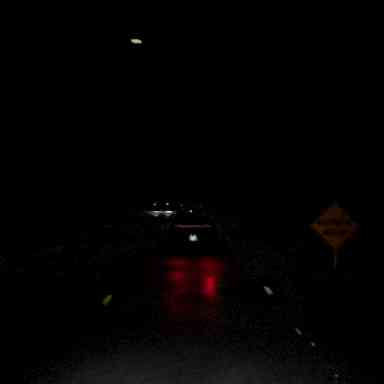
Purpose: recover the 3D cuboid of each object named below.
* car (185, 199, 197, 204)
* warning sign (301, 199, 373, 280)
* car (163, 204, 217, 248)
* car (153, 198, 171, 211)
[{"bbox_3d":[-0.089,1.630,30.506,1.994,1.385,4.181,0,0,0],"label":"car"},{"bbox_3d":[3.530,1.106,8.225,1.300,1.860,1.060,0,0,0],"label":"warning sign"},{"bbox_3d":[0.037,1.480,14.610,2.128,1.511,4.902,0,0,0],"label":"car"},{"bbox_3d":[-3.949,1.595,44.715,2.097,1.767,4.553,0,-1,-1],"label":"car"}]
